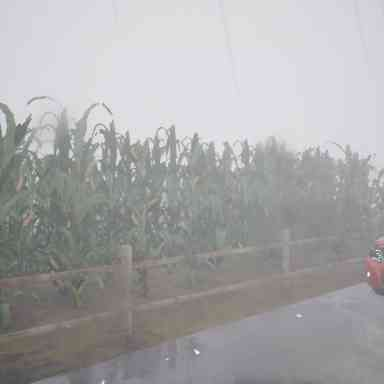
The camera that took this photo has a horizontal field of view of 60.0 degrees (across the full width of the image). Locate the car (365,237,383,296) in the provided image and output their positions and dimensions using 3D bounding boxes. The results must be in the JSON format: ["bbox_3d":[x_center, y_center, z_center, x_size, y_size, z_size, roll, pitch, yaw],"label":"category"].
[{"bbox_3d":[6.180,1.235,7.464,5.566,2.045,2.150,0,0,-35],"label":"car"}]
